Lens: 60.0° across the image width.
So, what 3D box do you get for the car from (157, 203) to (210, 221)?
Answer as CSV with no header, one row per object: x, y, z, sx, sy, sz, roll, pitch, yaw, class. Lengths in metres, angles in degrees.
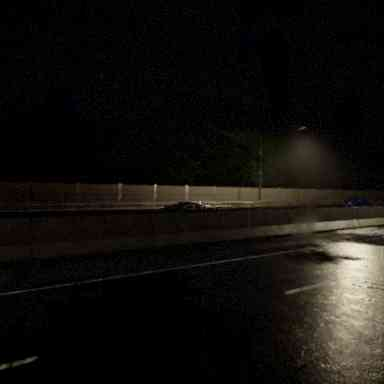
-0.720,1.714,29.311,4.181,1.385,1.994,1,0,-36,car

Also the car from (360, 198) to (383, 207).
28.000,2.048,49.995,5.357,1.411,2.033,1,0,-35,car

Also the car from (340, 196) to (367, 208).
25.873,1.721,52.775,5.566,2.045,2.150,1,0,-35,car

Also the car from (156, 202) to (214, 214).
-0.489,1.622,25.174,4.902,1.511,2.128,1,0,-36,car

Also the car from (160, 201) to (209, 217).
-0.715,1.698,33.611,4.674,1.442,1.812,1,-1,-35,car
